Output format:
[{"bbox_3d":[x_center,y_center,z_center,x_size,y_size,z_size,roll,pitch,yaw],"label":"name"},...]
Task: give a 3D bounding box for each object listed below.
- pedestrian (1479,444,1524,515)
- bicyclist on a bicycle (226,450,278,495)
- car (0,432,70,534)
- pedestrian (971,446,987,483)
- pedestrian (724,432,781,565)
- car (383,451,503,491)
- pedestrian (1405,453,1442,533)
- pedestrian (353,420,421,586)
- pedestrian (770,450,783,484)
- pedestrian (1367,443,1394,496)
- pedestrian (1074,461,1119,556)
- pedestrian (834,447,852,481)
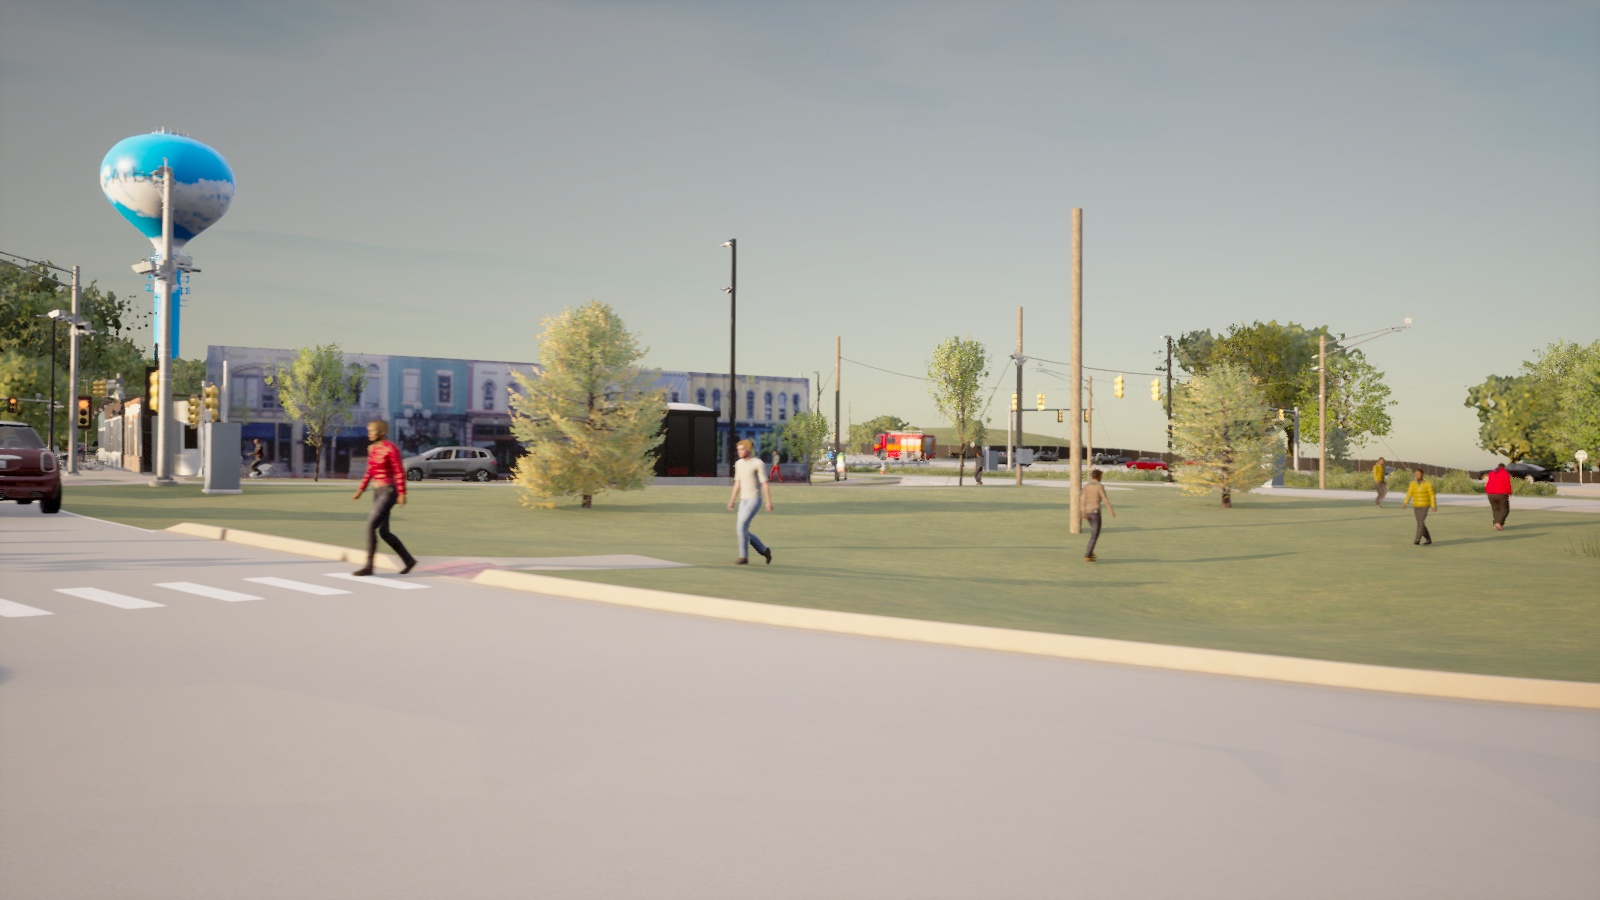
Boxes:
[{"bbox_3d":[18.530,0.784,33.172,0.899,1.844,0.634,0,-1,-28],"label":"pedestrian"},{"bbox_3d":[-22.122,0.906,50.737,1.843,1.776,0.659,0,-2,-32],"label":"bicyclist on a bicycle"},{"bbox_3d":[-15.342,0.562,23.583,2.097,1.767,4.553,0,0,-39],"label":"car"},{"bbox_3d":[9.588,0.773,67.122,0.423,1.949,0.788,0,-1,-31],"label":"pedestrian"},{"bbox_3d":[-0.665,0.669,17.615,0.706,1.836,0.354,0,-1,-40],"label":"pedestrian"},{"bbox_3d":[-15.547,0.928,54.781,4.611,1.667,2.242,1,-2,-31],"label":"car"},{"bbox_3d":[14.448,0.984,29.104,0.709,1.840,0.431,0,-1,-34],"label":"pedestrian"},{"bbox_3d":[-4.698,0.596,14.292,0.636,1.846,0.331,0,-2,-44],"label":"pedestrian"},{"bbox_3d":[-1.291,0.925,69.329,0.614,1.847,0.353,0,-1,-32],"label":"pedestrian"},{"bbox_3d":[20.216,0.677,43.720,0.431,1.840,0.709,0,-1,-27],"label":"pedestrian"},{"bbox_3d":[5.796,1.130,24.522,0.869,1.805,0.328,0,-1,-34],"label":"pedestrian"},{"bbox_3d":[2.512,0.831,73.387,0.659,1.952,0.873,-2,-1,38],"label":"pedestrian"}]
